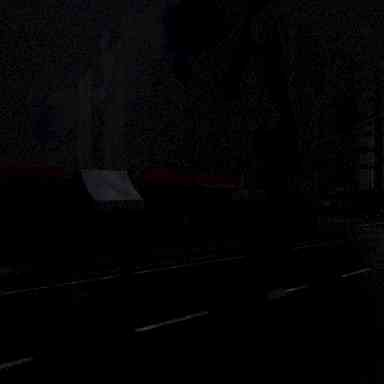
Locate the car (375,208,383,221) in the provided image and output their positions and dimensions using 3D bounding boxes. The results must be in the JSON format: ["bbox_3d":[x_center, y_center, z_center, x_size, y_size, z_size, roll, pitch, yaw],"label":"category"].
[{"bbox_3d":[14.525,1.507,20.926,1.812,1.442,4.674,0,0,-36],"label":"car"}]

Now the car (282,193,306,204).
[{"bbox_3d":[17.141,1.114,57.714,1.905,1.878,3.866,0,0,-36],"label":"car"}]

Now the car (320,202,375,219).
[{"bbox_3d":[13.526,1.546,28.275,1.895,1.301,4.718,0,0,-36],"label":"car"}]

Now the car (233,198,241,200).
[{"bbox_3d":[5.192,1.470,39.807,1.812,1.442,4.674,0,0,-36],"label":"car"}]

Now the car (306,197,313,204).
[{"bbox_3d":[19.534,1.114,59.424,1.905,1.878,3.866,0,0,-36],"label":"car"}]
